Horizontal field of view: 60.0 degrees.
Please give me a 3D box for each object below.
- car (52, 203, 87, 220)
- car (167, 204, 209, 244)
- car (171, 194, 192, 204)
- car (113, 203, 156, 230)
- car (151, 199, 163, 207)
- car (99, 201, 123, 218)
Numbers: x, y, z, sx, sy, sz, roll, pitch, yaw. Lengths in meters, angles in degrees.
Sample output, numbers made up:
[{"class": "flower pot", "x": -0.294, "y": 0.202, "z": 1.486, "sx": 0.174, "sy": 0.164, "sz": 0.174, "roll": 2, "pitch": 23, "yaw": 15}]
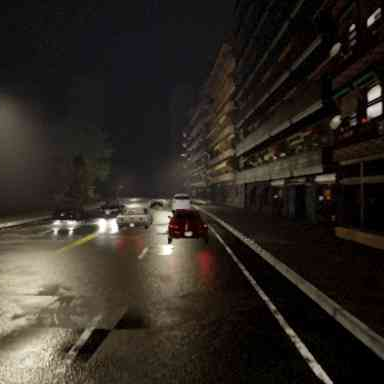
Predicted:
[{"class": "car", "x": -10.665, "y": 1.679, "z": 29.140, "sx": 1.994, "sy": 1.385, "sz": 4.181, "roll": 0, "pitch": 0, "yaw": -3}, {"class": "car", "x": -0.213, "y": 1.544, "z": 15.968, "sx": 1.812, "sy": 1.442, "sz": 4.674, "roll": 0, "pitch": 0, "yaw": -2}, {"class": "car", "x": -1.195, "y": 1.273, "z": 38.100, "sx": 2.150, "sy": 2.045, "sz": 5.566, "roll": 0, "pitch": 0, "yaw": -3}, {"class": "car", "x": -3.628, "y": 1.652, "z": 21.805, "sx": 1.895, "sy": 1.301, "sz": 4.718, "roll": 0, "pitch": 0, "yaw": -2}, {"class": "car", "x": -5.459, "y": 1.703, "z": 52.194, "sx": 1.895, "sy": 1.301, "sz": 4.718, "roll": 0, "pitch": 0, "yaw": -5}, {"class": "car", "x": -7.536, "y": 1.586, "z": 31.681, "sx": 2.128, "sy": 1.511, "sz": 4.902, "roll": 0, "pitch": 0, "yaw": -3}]
